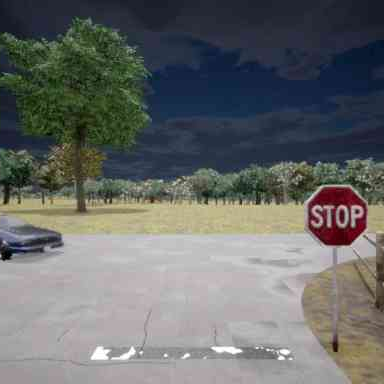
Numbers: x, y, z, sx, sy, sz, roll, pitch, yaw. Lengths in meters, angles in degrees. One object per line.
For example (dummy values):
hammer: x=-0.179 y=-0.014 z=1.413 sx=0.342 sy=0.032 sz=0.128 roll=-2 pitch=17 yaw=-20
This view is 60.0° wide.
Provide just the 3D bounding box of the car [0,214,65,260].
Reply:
car: x=-7.269 y=1.501 z=12.072 sx=5.357 sy=1.411 sz=2.033 roll=0 pitch=-1 yaw=22
